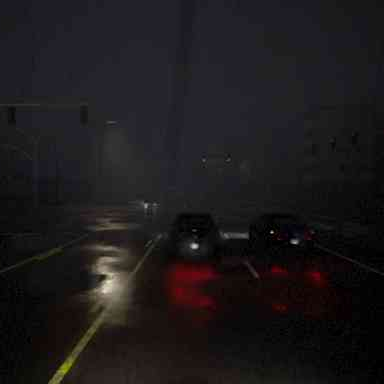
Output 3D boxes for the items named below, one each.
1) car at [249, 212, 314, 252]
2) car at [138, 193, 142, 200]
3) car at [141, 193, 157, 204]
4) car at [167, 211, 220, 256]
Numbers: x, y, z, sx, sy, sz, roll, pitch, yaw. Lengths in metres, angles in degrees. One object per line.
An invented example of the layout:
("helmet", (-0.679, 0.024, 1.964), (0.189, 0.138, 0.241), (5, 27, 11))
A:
("car", (3.580, 1.541, 13.854), (1.812, 1.442, 4.674), (0, 0, 0))
("car", (-10.041, 0.889, 69.593), (1.837, 1.490, 4.892), (0, 1, -23))
("car", (-6.645, 1.094, 54.018), (1.837, 1.490, 4.892), (0, 0, -3))
("car", (0.080, 1.519, 13.270), (1.837, 1.490, 4.892), (0, 0, 0))
